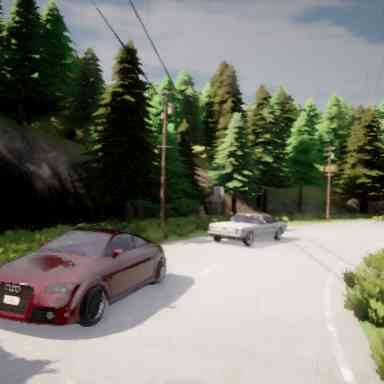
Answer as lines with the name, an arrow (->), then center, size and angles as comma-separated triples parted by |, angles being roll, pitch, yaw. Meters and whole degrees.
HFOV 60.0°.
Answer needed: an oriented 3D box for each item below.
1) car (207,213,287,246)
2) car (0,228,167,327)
car -> 2.793, 1.695, 16.076 | 1.895, 1.301, 4.718 | 2, 0, 40
car -> -2.094, 1.486, 6.956 | 1.994, 1.385, 4.181 | 2, 0, 19
